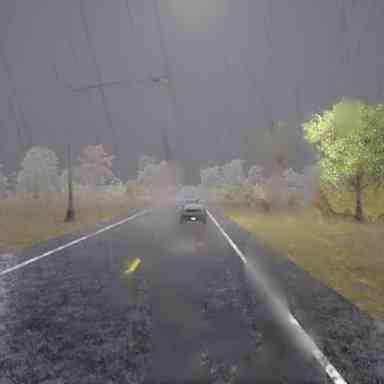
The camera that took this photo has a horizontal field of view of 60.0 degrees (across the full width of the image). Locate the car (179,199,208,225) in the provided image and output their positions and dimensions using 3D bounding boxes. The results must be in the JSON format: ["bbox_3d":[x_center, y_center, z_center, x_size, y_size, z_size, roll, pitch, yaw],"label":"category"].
[{"bbox_3d":[0.094,1.497,24.178,1.837,1.490,4.892,0,0,0],"label":"car"}]
